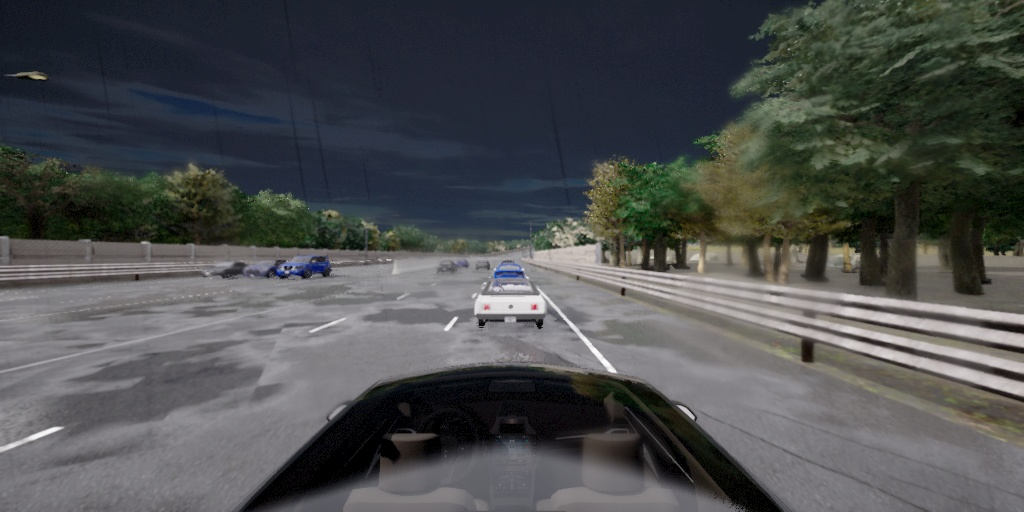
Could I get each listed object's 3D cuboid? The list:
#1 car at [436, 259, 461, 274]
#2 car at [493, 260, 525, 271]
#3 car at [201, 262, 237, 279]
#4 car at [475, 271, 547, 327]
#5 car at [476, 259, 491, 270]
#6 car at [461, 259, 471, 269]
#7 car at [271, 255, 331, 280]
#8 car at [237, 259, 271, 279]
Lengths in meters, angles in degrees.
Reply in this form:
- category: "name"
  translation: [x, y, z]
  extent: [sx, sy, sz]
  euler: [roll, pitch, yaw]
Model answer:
- category: "car"
  translation: [-7.404, 1.249, 41.307]
  extent: [1.812, 1.442, 4.674]
  euler: [0, 0, -1]
- category: "car"
  translation: [-0.188, 1.211, 23.360]
  extent: [1.882, 1.535, 5.008]
  euler: [0, 0, -1]
- category: "car"
  translation: [-24.896, 1.222, 31.672]
  extent: [1.812, 1.442, 4.674]
  euler: [2, -1, -1]
- category: "car"
  translation: [-0.047, 1.340, 11.415]
  extent: [1.895, 1.301, 4.718]
  euler: [0, 0, 0]
- category: "car"
  translation: [-4.116, 1.211, 51.782]
  extent: [2.128, 1.511, 4.902]
  euler: [0, 0, -1]
- category: "car"
  translation: [-7.700, 1.243, 56.299]
  extent: [1.812, 1.442, 4.674]
  euler: [0, -1, 0]
- category: "car"
  translation: [-17.898, 0.945, 31.215]
  extent: [2.150, 2.045, 5.566]
  euler: [0, 0, -1]
- category: "car"
  translation: [-21.408, 1.074, 31.788]
  extent: [2.097, 1.767, 4.553]
  euler: [0, 0, -1]
